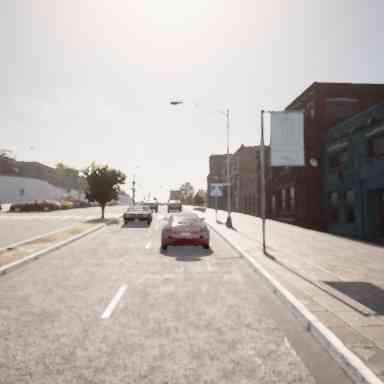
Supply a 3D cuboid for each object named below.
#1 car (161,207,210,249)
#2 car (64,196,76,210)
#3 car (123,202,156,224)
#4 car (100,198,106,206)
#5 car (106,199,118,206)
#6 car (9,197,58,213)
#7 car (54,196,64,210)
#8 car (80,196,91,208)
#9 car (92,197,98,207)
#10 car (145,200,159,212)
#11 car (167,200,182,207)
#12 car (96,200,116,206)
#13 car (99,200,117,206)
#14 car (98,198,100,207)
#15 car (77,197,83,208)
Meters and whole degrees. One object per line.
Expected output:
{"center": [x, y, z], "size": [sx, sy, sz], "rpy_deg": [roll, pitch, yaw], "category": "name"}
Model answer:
{"center": [-0.337, 1.592, 14.754], "size": [1.994, 1.385, 4.181], "rpy_deg": [0, 0, -3], "category": "car"}
{"center": [-19.416, 1.744, 46.087], "size": [5.366, 1.575, 1.946], "rpy_deg": [0, -1, -24], "category": "car"}
{"center": [-3.943, 1.658, 25.001], "size": [1.895, 1.301, 4.718], "rpy_deg": [0, 0, -4], "category": "car"}
{"center": [-21.502, 2.356, 69.666], "size": [5.366, 1.575, 1.946], "rpy_deg": [0, -2, -24], "category": "car"}
{"center": [-22.262, 2.824, 84.670], "size": [5.366, 1.575, 1.946], "rpy_deg": [0, -2, -24], "category": "car"}
{"center": [-19.137, 1.654, 40.069], "size": [5.008, 1.535, 2.097], "rpy_deg": [0, -1, -24], "category": "car"}
{"center": [-19.396, 1.573, 43.028], "size": [4.553, 1.767, 2.185], "rpy_deg": [0, -1, -24], "category": "car"}
{"center": [-20.218, 1.684, 54.930], "size": [5.566, 2.045, 2.435], "rpy_deg": [0, -2, -24], "category": "car"}
{"center": [-20.703, 1.837, 60.834], "size": [5.566, 2.045, 2.435], "rpy_deg": [0, -1, -24], "category": "car"}
{"center": [-5.216, 1.729, 42.471], "size": [2.128, 1.511, 4.902], "rpy_deg": [0, -1, -4], "category": "car"}
{"center": [-2.217, 1.739, 42.586], "size": [2.128, 1.511, 4.902], "rpy_deg": [0, -1, -4], "category": "car"}
{"center": [-22.651, 2.961, 87.559], "size": [4.674, 1.452, 2.002], "rpy_deg": [0, -2, -24], "category": "car"}
{"center": [-22.863, 3.054, 90.524], "size": [4.674, 1.452, 2.002], "rpy_deg": [0, -2, -24], "category": "car"}
{"center": [-20.901, 2.176, 63.810], "size": [5.008, 1.535, 2.097], "rpy_deg": [0, -2, -24], "category": "car"}
{"center": [-20.023, 1.906, 51.938], "size": [4.674, 1.452, 2.002], "rpy_deg": [0, -1, -24], "category": "car"}
